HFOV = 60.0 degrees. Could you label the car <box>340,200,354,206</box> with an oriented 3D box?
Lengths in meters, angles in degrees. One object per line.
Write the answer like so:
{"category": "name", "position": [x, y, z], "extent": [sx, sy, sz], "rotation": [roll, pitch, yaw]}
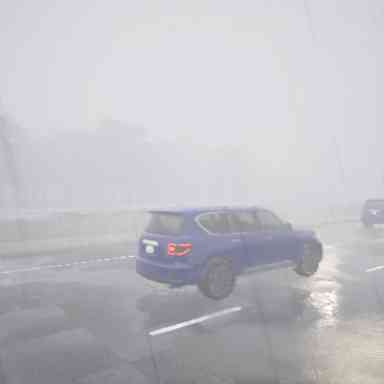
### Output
{"category": "car", "position": [26.791, 2.050, 54.053], "extent": [4.902, 1.511, 2.128], "rotation": [0, -1, -35]}

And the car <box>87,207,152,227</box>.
{"category": "car", "position": [-6.406, 2.162, 29.743], "extent": [5.357, 1.411, 2.033], "rotation": [0, -1, -37]}

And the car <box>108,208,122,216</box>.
{"category": "car", "position": [-4.041, 2.041, 27.141], "extent": [4.892, 1.490, 1.837], "rotation": [0, -1, -36]}

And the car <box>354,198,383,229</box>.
{"category": "car", "position": [13.663, 1.428, 22.582], "extent": [5.566, 2.045, 2.150], "rotation": [0, -1, -36]}

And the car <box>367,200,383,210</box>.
{"category": "car", "position": [29.193, 2.005, 51.476], "extent": [4.674, 1.442, 1.812], "rotation": [0, -1, -35]}

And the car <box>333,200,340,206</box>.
{"category": "car", "position": [24.059, 2.162, 56.385], "extent": [4.674, 1.442, 1.812], "rotation": [0, -1, -36]}

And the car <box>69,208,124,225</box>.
{"category": "car", "position": [-9.127, 2.294, 32.082], "extent": [4.718, 1.301, 1.895], "rotation": [0, -1, -37]}

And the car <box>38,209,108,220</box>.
{"category": "car", "position": [-7.934, 1.957, 19.899], "extent": [4.902, 1.511, 2.128], "rotation": [0, -1, -37]}

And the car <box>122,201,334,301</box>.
{"category": "car", "position": [1.216, 1.370, 9.021], "extent": [5.566, 2.045, 2.150], "rotation": [0, -1, -37]}

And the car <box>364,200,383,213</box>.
{"category": "car", "position": [24.997, 1.918, 44.121], "extent": [4.892, 1.490, 1.837], "rotation": [0, -1, -36]}
